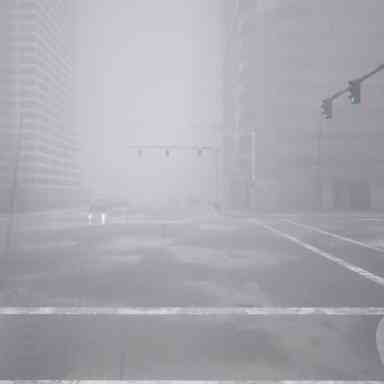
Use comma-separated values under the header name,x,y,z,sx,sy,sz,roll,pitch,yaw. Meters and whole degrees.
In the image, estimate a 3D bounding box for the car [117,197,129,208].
name,x,y,z,sx,sy,sz,roll,pitch,yaw
car,-10.611,1.526,49.643,1.812,1.442,4.674,0,0,0

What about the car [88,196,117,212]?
name,x,y,z,sx,sy,sz,roll,pitch,yaw
car,-10.617,1.505,39.384,1.837,1.490,4.892,0,0,0

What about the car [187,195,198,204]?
name,x,y,z,sx,sy,sz,roll,pitch,yaw
car,0.074,1.352,63.510,2.097,1.767,4.553,0,0,0

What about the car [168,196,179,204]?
name,x,y,z,sx,sy,sz,roll,pitch,yaw
car,-3.529,1.492,63.182,2.128,1.511,4.902,0,0,0
